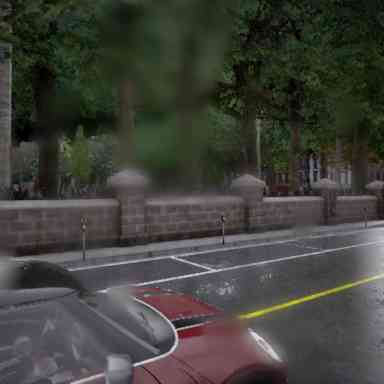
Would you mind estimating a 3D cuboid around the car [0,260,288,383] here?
[{"bbox_3d":[-1.345,1.351,2.475,4.553,1.767,2.097,0,0,-35],"label":"car"}]
